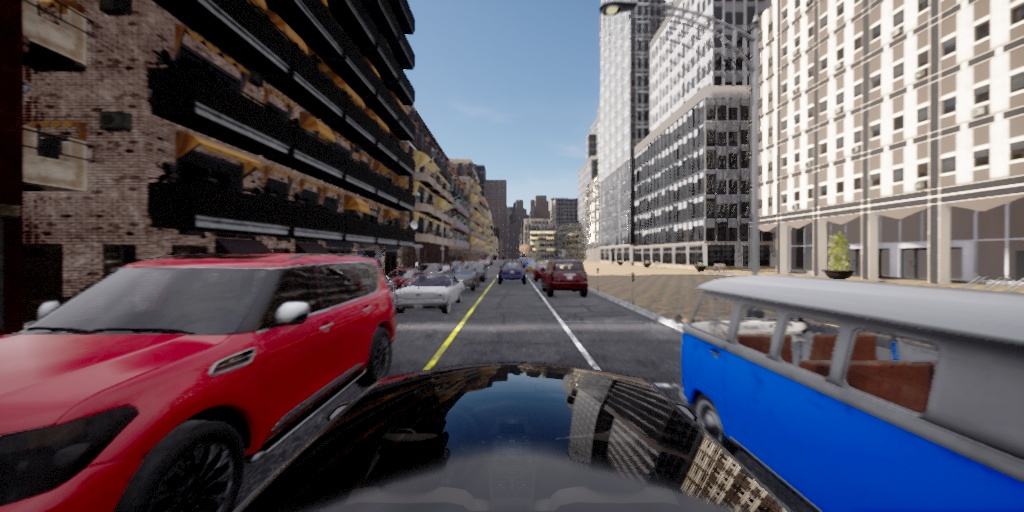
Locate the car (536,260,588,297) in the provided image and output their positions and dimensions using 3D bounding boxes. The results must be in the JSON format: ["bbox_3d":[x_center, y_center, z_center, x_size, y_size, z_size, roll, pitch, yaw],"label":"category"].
[{"bbox_3d":[2.694,1.097,19.065,2.192,1.841,5.009,0,0,0],"label":"car"}]

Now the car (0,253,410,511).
[{"bbox_3d":[-3.082,0.977,4.068,2.150,2.045,5.566,0,0,0],"label":"car"}]

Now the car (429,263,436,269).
[{"bbox_3d":[-5.685,1.235,24.595,1.967,1.591,4.097,0,0,0],"label":"car"}]

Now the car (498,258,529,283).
[{"bbox_3d":[0.030,1.154,28.242,2.097,1.767,4.553,0,0,1],"label":"car"}]

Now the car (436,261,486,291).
[{"bbox_3d":[-2.994,1.282,22.118,2.128,1.511,4.902,0,0,0],"label":"car"}]

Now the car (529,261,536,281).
[{"bbox_3d":[2.697,1.352,30.119,1.888,1.381,4.507,0,0,0],"label":"car"}]

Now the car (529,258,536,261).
[{"bbox_3d":[2.703,1.373,46.868,1.751,1.417,4.829,0,0,0],"label":"car"}]

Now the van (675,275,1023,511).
[{"bbox_3d":[2.690,1.092,2.486,1.690,1.789,3.998,0,0,0],"label":"van"}]

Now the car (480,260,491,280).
[{"bbox_3d":[-3.003,1.311,29.476,1.837,1.490,4.892,0,0,0],"label":"car"}]

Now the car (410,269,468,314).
[{"bbox_3d":[-3.089,1.374,14.084,1.895,1.301,4.718,0,0,0],"label":"car"}]

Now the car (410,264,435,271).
[{"bbox_3d":[-5.686,1.328,19.067,1.888,1.381,4.507,0,0,0],"label":"car"}]
